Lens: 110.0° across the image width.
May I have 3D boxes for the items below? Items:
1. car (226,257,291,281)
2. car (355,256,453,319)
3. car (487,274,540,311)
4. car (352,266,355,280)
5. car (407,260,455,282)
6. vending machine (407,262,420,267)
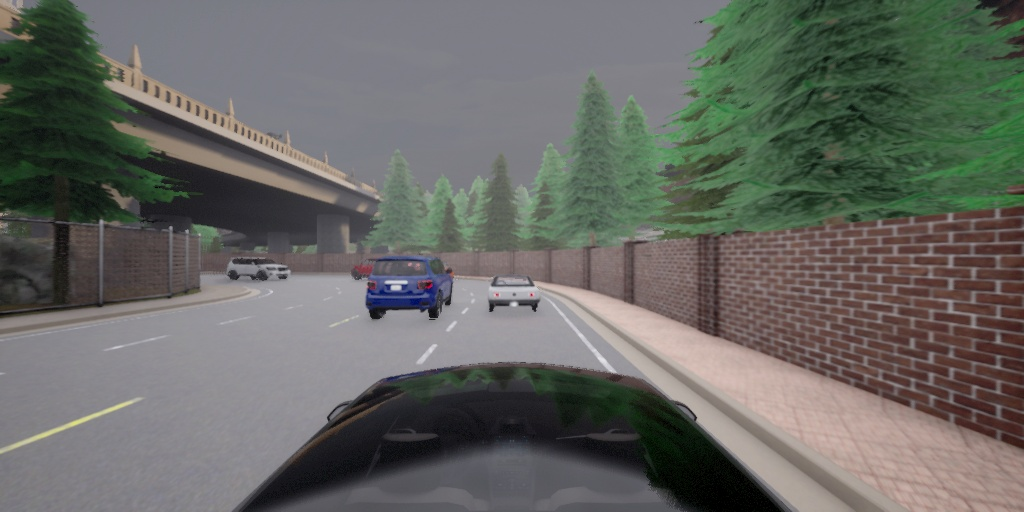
[{"bbox_3d":[-22.171,1.093,31.342,5.566,2.045,2.150,0,0,17],"label":"car"},{"bbox_3d":[-3.496,1.019,13.129,2.150,2.045,5.566,0,0,-3],"label":"car"},{"bbox_3d":[-0.039,1.405,14.788,1.895,1.301,4.718,0,0,-3],"label":"car"},{"bbox_3d":[-11.412,1.090,30.647,5.566,2.045,2.150,0,-1,37],"label":"car"},{"bbox_3d":[-7.220,1.225,31.648,2.097,1.767,4.553,0,0,-45],"label":"car"},{"bbox_3d":[-10.652,1.097,38.700,0.880,2.100,1.100,0,0,26],"label":"vending machine"}]
